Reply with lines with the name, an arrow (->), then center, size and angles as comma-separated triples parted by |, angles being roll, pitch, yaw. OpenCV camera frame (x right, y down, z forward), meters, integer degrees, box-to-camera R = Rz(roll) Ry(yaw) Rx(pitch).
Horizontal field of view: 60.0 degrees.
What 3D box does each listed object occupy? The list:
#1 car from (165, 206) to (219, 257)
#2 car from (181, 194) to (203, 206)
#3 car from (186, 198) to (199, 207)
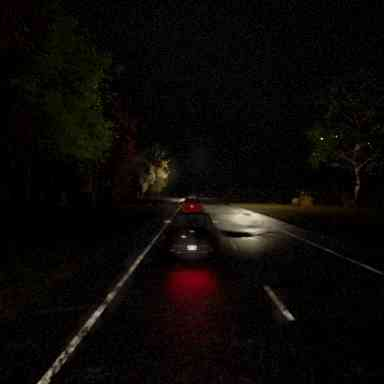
car -> 0.002, 1.508, 12.901 | 1.837, 1.490, 4.892 | 0, 0, 0
car -> 0.001, 1.355, 32.825 | 2.097, 1.767, 4.553 | 0, 0, 0
car -> 0.003, 1.598, 50.823 | 1.895, 1.301, 4.718 | 0, 0, 0
